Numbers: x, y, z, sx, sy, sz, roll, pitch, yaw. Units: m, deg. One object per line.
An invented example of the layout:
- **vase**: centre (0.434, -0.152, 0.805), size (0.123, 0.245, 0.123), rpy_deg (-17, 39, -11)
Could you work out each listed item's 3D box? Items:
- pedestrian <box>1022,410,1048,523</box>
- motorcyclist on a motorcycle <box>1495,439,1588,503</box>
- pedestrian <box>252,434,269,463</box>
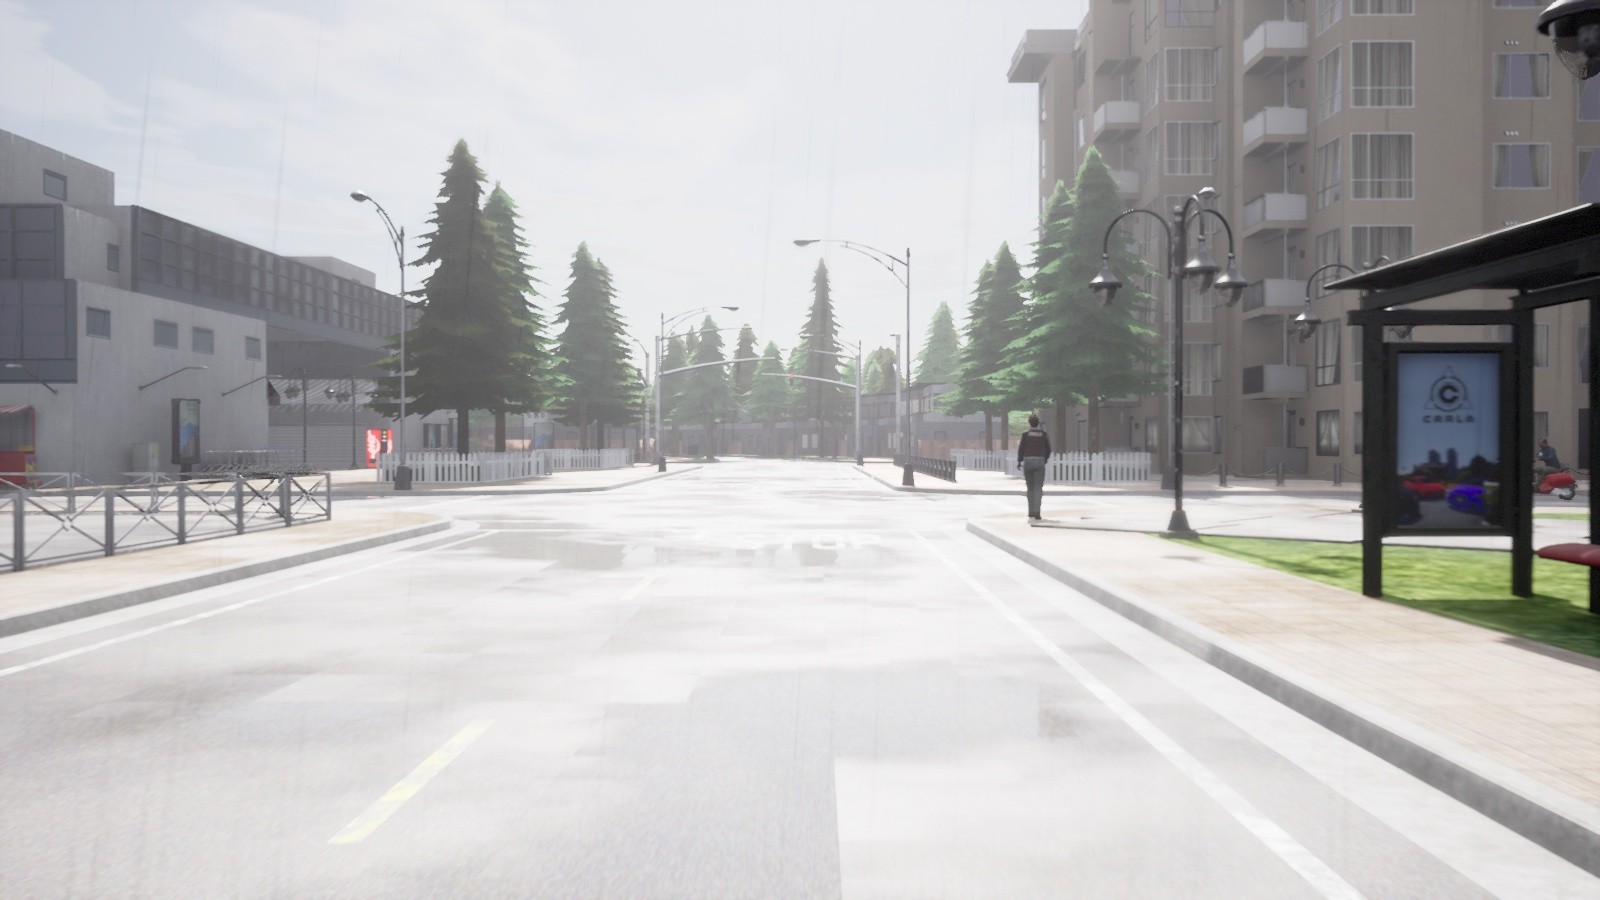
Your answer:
- **pedestrian**: centre (4.094, 0.282, 21.860), size (0.402, 1.930, 0.666), rpy_deg (0, 0, 15)
- **motorcyclist on a motorcycle**: centre (18.675, 0.521, 31.665), size (1.817, 1.590, 0.866), rpy_deg (0, 0, 1)
- **pedestrian**: centre (-34.864, -0.094, 81.213), size (0.849, 1.883, 0.563), rpy_deg (0, 0, 0)
